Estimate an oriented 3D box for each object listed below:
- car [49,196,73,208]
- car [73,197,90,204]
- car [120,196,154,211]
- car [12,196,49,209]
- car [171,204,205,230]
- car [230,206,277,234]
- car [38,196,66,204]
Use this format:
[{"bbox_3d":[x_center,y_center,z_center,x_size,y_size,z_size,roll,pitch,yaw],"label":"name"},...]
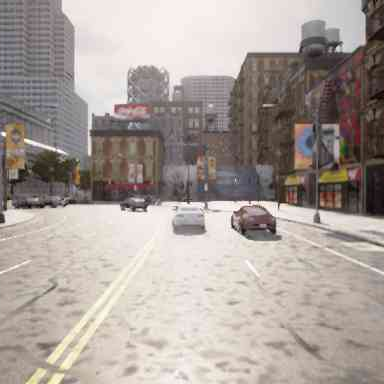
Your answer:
[{"bbox_3d":[-19.532,1.420,46.783,4.902,1.511,2.128,0,0,35],"label":"car"},{"bbox_3d":[-20.447,1.501,59.084,4.718,1.301,1.895,0,0,30],"label":"car"},{"bbox_3d":[-6.884,1.428,39.023,2.128,1.511,4.902,0,0,-34],"label":"car"},{"bbox_3d":[-21.738,1.479,44.073,5.357,1.411,2.033,0,0,34],"label":"car"},{"bbox_3d":[-0.279,1.492,20.788,1.812,1.442,4.674,0,0,-5],"label":"car"},{"bbox_3d":[3.383,1.496,18.739,1.812,1.442,4.674,0,0,-3],"label":"car"},{"bbox_3d":[-25.751,1.423,61.256,4.674,1.452,2.002,0,0,20],"label":"car"}]
